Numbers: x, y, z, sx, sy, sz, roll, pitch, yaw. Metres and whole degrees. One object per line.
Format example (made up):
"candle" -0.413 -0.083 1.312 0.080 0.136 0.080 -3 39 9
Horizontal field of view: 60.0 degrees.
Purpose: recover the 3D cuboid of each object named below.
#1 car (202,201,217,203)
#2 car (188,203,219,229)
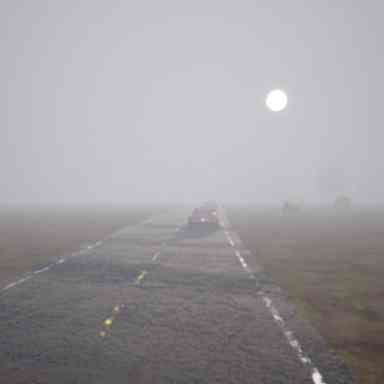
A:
"car" 2.177 1.742 41.431 1.994 1.385 4.181 0 0 5
"car" 0.784 1.662 22.384 1.994 1.385 4.181 0 0 3
